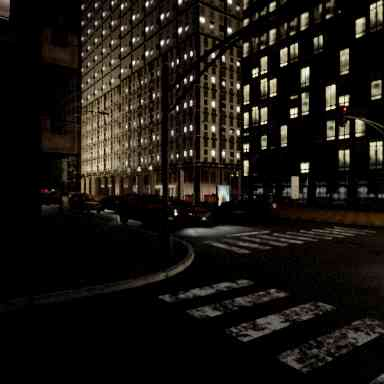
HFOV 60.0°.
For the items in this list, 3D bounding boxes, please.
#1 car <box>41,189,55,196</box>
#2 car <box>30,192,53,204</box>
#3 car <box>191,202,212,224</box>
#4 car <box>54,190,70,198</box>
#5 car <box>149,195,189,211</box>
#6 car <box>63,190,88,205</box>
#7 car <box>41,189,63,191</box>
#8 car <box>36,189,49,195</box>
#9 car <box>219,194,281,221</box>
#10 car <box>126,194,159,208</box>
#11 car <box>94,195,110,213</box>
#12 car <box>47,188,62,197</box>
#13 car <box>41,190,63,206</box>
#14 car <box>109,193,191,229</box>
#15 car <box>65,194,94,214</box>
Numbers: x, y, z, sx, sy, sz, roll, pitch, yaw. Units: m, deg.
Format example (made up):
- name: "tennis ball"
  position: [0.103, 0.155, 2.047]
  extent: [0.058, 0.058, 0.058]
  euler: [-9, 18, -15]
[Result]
- name: "car"
  position: [-31.808, 0.096, 73.597]
  extent: [1.887, 1.381, 4.507]
  euler: [1, 0, -36]
- name: "car"
  position: [-18.936, 0.752, 41.710]
  extent: [1.802, 1.307, 4.206]
  euler: [2, 0, -36]
- name: "car"
  position: [-0.671, 1.219, 21.026]
  extent: [1.812, 1.442, 4.674]
  euler: [0, 1, -36]
- name: "car"
  position: [-25.274, 0.309, 64.632]
  extent: [1.887, 1.381, 4.507]
  euler: [1, 0, -36]
- name: "car"
  position: [-2.402, 1.070, 33.253]
  extent: [1.947, 1.339, 4.313]
  euler: [1, 0, -36]
- name: "car"
  position: [-12.340, 0.813, 37.053]
  extent: [2.128, 1.511, 4.902]
  euler: [0, 1, -36]
- name: "car"
  position: [-25.554, 0.381, 60.590]
  extent: [1.994, 1.385, 4.181]
  euler: [0, 1, -36]
- name: "car"
  position: [-35.076, -0.011, 78.080]
  extent: [1.887, 1.381, 4.507]
  euler: [1, 0, -36]
- name: "car"
  position: [4.140, 1.026, 24.287]
  extent: [2.192, 1.841, 5.009]
  euler: [1, 0, -36]
- name: "car"
  position: [-5.669, 0.965, 37.736]
  extent: [1.947, 1.339, 4.313]
  euler: [1, 0, -36]
- name: "car"
  position: [-6.449, 0.988, 28.954]
  extent: [1.882, 1.535, 5.008]
  euler: [0, 1, -36]
- name: "car"
  position: [-28.538, 0.098, 69.114]
  extent: [1.967, 1.590, 4.097]
  euler: [1, 0, -36]
- name: "car"
  position: [-15.669, 0.826, 37.229]
  extent: [2.008, 1.369, 4.403]
  euler: [2, 0, -36]
- name: "car"
  position: [-2.595, 1.008, 19.302]
  extent: [2.192, 1.841, 5.009]
  euler: [2, 0, -36]
- name: "car"
  position: [-9.136, 1.067, 28.266]
  extent: [1.802, 1.307, 4.206]
  euler: [2, 0, -36]
